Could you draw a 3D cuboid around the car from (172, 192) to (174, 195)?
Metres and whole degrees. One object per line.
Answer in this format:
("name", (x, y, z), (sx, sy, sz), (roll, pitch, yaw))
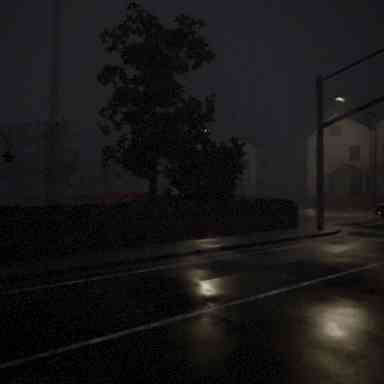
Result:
("car", (-2.049, 1.036, 46.850), (2.150, 2.045, 5.566), (-1, 0, -35))

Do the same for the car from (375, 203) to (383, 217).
("car", (16.800, 1.140, 26.042), (2.097, 1.767, 4.553), (-1, 0, -24))

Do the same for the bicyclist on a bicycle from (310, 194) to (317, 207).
("bicyclist on a bicycle", (15.223, 1.036, 41.406), (1.656, 1.620, 0.582), (-1, 0, -35))
